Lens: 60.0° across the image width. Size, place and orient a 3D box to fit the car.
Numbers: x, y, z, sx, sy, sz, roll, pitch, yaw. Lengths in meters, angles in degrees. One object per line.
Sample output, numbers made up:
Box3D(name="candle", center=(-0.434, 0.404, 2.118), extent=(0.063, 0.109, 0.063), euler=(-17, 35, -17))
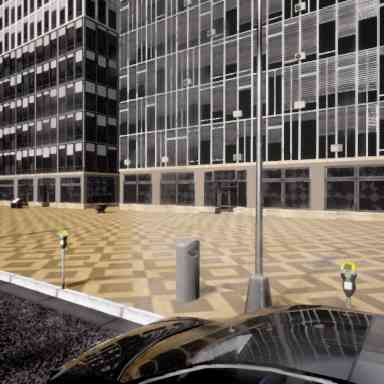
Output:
Box3D(name="car", center=(0.735, 1.566, 2.345), extent=(4.313, 1.339, 1.947), euler=(0, 0, 35))
